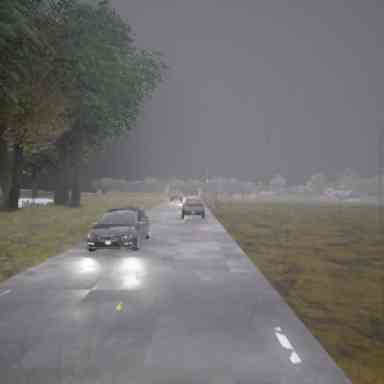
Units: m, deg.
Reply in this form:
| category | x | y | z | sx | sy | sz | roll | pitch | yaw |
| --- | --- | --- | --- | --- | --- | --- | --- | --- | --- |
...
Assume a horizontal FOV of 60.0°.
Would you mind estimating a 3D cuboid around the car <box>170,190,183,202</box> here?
| category | x | y | z | sx | sy | sz | roll | pitch | yaw |
| --- | --- | --- | --- | --- | --- | --- | --- | --- | --- |
| car | -2.755 | 0.671 | 59.652 | 2.150 | 2.045 | 5.566 | 0 | 0 | 0 |

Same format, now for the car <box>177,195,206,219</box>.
| category | x | y | z | sx | sy | sz | roll | pitch | yaw |
| --- | --- | --- | --- | --- | --- | --- | --- | --- | --- |
| car | 0.096 | 1.295 | 27.207 | 2.128 | 1.511 | 4.902 | 0 | 1 | 0 |

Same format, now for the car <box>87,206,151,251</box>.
| category | x | y | z | sx | sy | sz | roll | pitch | yaw |
| --- | --- | --- | --- | --- | --- | --- | --- | --- | --- |
| car | -2.849 | 1.415 | 13.758 | 1.837 | 1.490 | 4.892 | 0 | 2 | 0 |

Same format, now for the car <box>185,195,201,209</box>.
| category | x | y | z | sx | sy | sz | roll | pitch | yaw |
| --- | --- | --- | --- | --- | --- | --- | --- | --- | --- |
| car | 0.095 | 1.138 | 41.376 | 1.882 | 1.535 | 5.008 | 0 | 1 | 0 |
